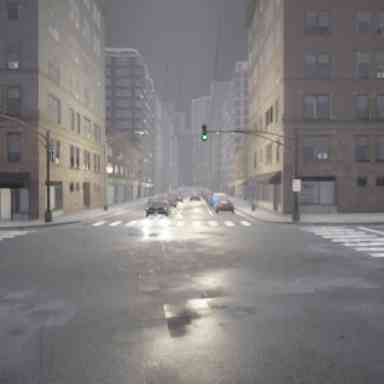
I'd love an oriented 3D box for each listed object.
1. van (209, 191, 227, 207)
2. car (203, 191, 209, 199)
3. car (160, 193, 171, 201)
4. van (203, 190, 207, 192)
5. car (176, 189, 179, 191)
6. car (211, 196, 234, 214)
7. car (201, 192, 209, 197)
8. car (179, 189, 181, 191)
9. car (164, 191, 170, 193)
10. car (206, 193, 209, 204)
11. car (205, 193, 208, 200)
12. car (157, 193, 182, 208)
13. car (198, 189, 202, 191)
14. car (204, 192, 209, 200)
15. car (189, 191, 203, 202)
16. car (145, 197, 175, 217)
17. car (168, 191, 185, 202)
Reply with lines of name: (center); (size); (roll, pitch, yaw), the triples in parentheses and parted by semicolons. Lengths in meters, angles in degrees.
van: (3.106, 1.037, 37.256); (1.690, 1.788, 3.998); (0, 1, 1)
car: (3.314, 1.046, 59.469); (1.802, 1.307, 4.206); (0, 1, 1)
car: (-5.159, 0.970, 65.103); (1.802, 1.307, 4.206); (0, 1, 1)
van: (3.366, 0.732, 65.017); (1.690, 1.788, 3.998); (0, 1, 1)
car: (-5.005, 0.485, 81.754); (2.192, 1.841, 5.009); (0, 1, 1)
car: (3.056, 1.327, 31.706); (1.802, 1.307, 4.206); (0, 1, 1)
car: (3.622, 0.589, 92.777); (1.947, 1.339, 4.313); (0, 1, 1)
car: (-4.903, 0.565, 92.863); (1.887, 1.381, 4.507); (0, 1, 1)
car: (-5.210, 1.011, 59.551); (2.008, 1.369, 4.403); (0, 1, 1)
car: (3.158, 1.191, 42.808); (1.887, 1.381, 4.507); (0, 1, 1)
car: (3.211, 1.175, 48.363); (1.802, 1.307, 4.206); (0, 1, 1)
car: (-2.710, 1.211, 40.651); (2.033, 1.411, 5.357); (0, 1, 0)
car: (0.649, 0.634, 70.143); (1.882, 1.535, 5.008); (0, 1, 1)
car: (3.263, 1.114, 53.913); (1.802, 1.307, 4.206); (0, 1, 1)
car: (0.557, 0.980, 60.145); (1.812, 1.442, 4.674); (0, 1, 1)
car: (-2.824, 1.371, 28.695); (1.895, 1.301, 4.718); (0, 1, 1)
car: (-2.495, 1.041, 56.999); (2.033, 1.411, 5.357); (0, 1, 3)
